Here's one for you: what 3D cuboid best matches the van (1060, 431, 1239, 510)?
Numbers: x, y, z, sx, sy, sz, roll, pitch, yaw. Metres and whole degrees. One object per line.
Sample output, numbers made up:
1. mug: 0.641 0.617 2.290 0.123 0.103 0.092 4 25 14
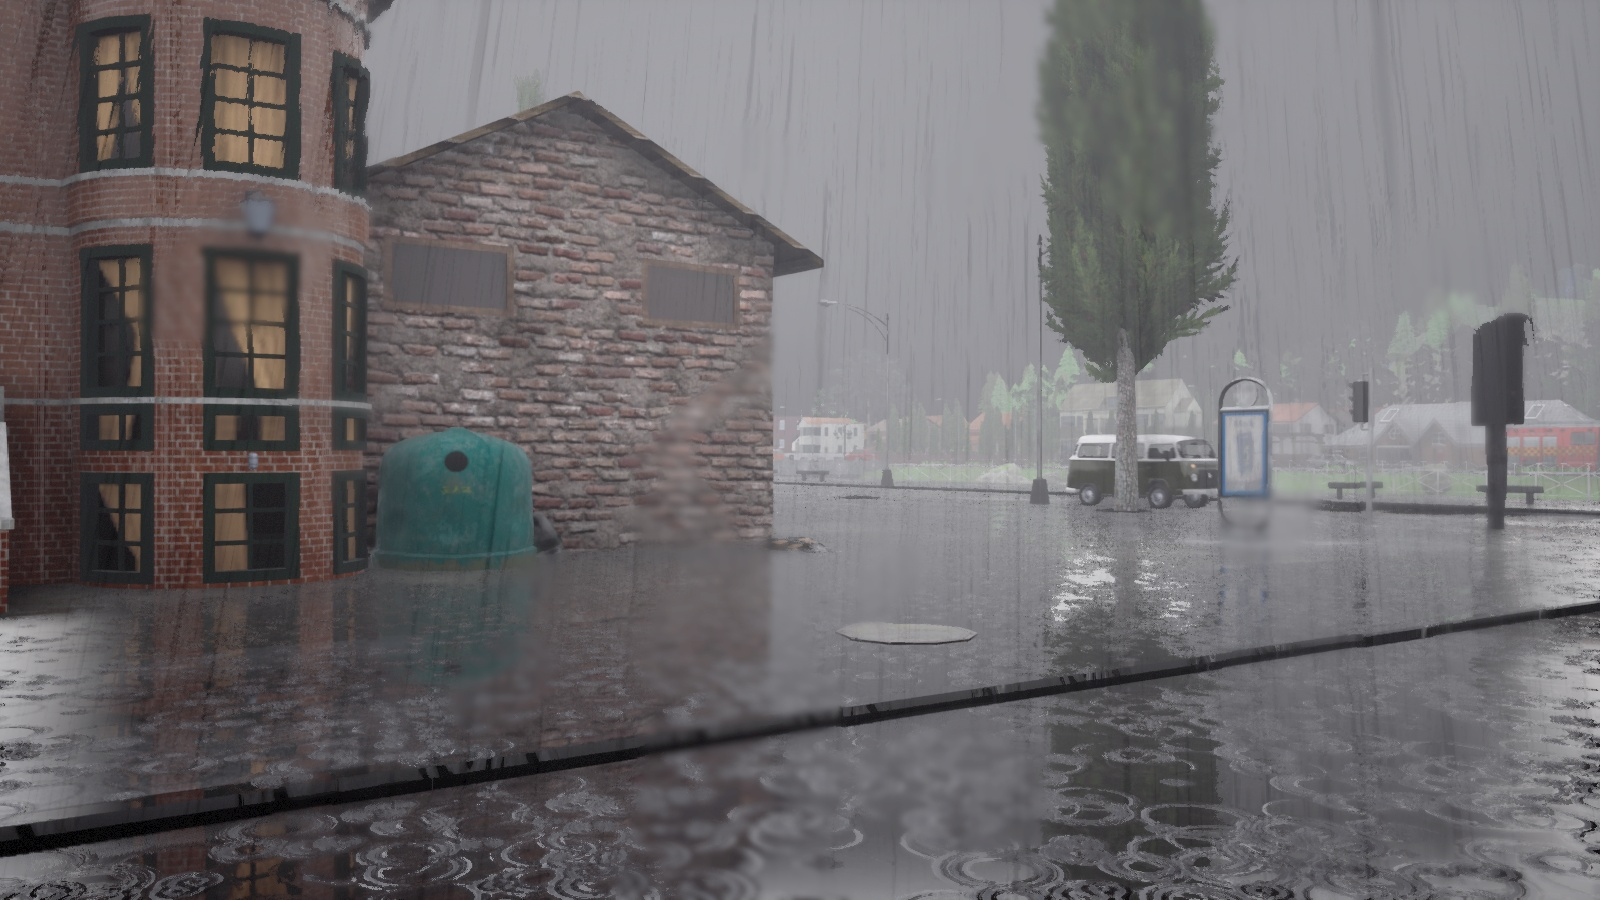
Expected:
1. van: 9.574 0.533 34.747 2.069 2.038 4.480 0 0 -35
